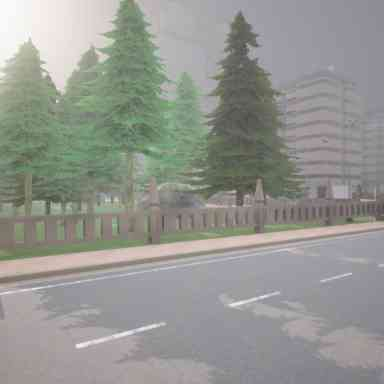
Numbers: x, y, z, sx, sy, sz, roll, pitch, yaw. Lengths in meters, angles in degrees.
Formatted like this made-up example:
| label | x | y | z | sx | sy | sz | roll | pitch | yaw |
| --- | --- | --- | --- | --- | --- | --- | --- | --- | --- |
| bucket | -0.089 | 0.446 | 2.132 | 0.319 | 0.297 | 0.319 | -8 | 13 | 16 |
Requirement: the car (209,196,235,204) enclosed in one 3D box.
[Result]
| label | x | y | z | sx | sy | sz | roll | pitch | yaw |
| --- | --- | --- | --- | --- | --- | --- | --- | --- | --- |
| car | 5.698 | 1.547 | 64.325 | 2.033 | 1.411 | 5.357 | 0 | 0 | -35 |

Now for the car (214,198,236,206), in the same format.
| label | x | y | z | sx | sy | sz | roll | pitch | yaw |
| --- | --- | --- | --- | --- | --- | --- | --- | --- | --- |
| car | 5.120 | 1.525 | 52.874 | 1.812 | 1.442 | 4.674 | 0 | 0 | -35 |
